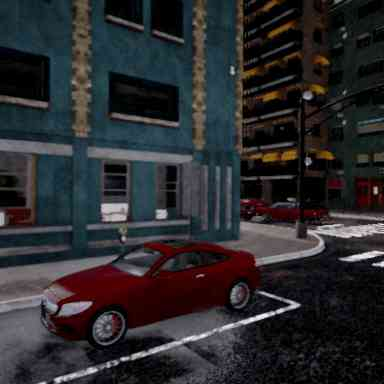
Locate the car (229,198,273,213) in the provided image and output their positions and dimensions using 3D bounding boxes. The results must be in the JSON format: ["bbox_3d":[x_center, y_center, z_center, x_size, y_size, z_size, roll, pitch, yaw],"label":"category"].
[{"bbox_3d":[5.907,1.285,33.698,1.802,1.307,4.206,2,0,-36],"label":"car"}]

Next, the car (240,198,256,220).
[{"bbox_3d":[2.372,1.032,24.304,2.192,1.841,5.009,2,0,-36],"label":"car"}]

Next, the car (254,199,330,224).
[{"bbox_3d":[6.827,1.396,22.690,1.895,1.301,4.718,1,1,-38],"label":"car"}]

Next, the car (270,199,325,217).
[{"bbox_3d":[9.174,1.350,29.187,1.947,1.339,4.313,2,0,-36],"label":"car"}]

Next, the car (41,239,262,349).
[{"bbox_3d":[-0.507,1.582,6.190,4.206,1.307,1.802,0,0,-35],"label":"car"}]
